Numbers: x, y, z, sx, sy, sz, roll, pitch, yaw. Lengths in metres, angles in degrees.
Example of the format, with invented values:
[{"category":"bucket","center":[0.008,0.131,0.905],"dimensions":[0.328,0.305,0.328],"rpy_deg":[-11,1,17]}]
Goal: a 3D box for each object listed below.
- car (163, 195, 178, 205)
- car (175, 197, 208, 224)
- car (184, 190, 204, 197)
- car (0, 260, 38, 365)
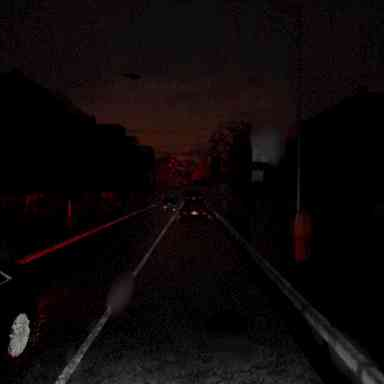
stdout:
[{"category":"car","center":[-2.942,1.069,46.080],"dimensions":[2.033,1.411,5.357],"rpy_deg":[0,1,0]},{"category":"car","center":[0.146,1.314,22.776],"dimensions":[2.033,1.411,5.357],"rpy_deg":[0,1,0]},{"category":"car","center":[0.224,0.804,40.523],"dimensions":[2.150,2.045,5.566],"rpy_deg":[0,1,0]},{"category":"car","center":[-3.155,1.479,2.945],"dimensions":[1.837,1.490,4.892],"rpy_deg":[0,0,0]}]
